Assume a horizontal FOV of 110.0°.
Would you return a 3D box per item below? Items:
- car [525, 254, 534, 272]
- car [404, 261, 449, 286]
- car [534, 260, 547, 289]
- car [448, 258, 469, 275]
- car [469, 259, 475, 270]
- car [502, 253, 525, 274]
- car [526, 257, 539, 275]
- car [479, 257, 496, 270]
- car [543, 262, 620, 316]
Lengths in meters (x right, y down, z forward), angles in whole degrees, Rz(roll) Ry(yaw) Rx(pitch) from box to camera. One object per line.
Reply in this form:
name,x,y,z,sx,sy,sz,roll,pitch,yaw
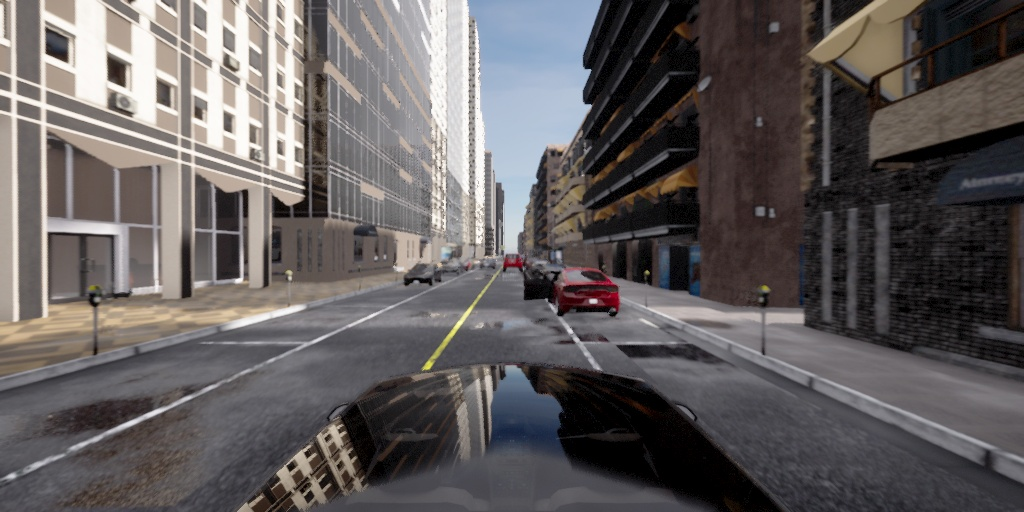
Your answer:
car,2.690,0.865,46.060,1.967,1.591,4.097,0,0,0
car,-5.691,1.152,23.467,1.948,1.339,4.313,0,0,0
car,2.691,1.152,23.468,1.948,1.339,4.313,0,0,0
car,-5.690,1.055,34.764,2.007,1.370,4.403,0,0,0
car,-5.690,0.904,40.413,1.967,1.591,4.097,0,0,0
car,0.082,0.678,41.301,2.150,2.045,5.566,0,0,0
car,2.690,1.055,34.764,2.007,1.370,4.403,0,0,0
car,-3.056,0.922,45.460,2.128,1.511,4.902,0,0,0
car,2.361,1.143,12.876,1.882,1.535,5.008,0,0,0
